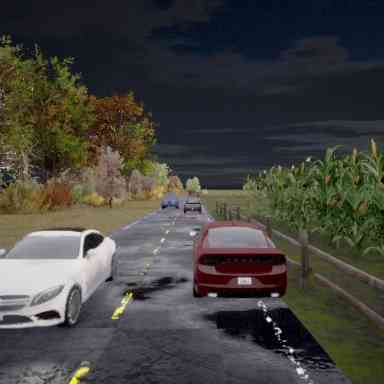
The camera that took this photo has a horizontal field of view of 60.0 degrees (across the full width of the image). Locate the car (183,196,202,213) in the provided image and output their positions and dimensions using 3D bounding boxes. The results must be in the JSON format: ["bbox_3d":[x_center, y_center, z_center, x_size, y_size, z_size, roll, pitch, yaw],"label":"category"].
[{"bbox_3d":[0.078,1.486,35.999,2.128,1.511,4.902,0,0,0],"label":"car"}]

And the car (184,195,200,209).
[{"bbox_3d":[0.060,1.346,46.034,2.097,1.767,4.553,0,0,1],"label":"car"}]

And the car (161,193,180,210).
[{"bbox_3d":[-2.746,1.215,43.187,2.150,2.045,5.566,0,0,0],"label":"car"}]

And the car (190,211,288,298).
[{"bbox_3d":[0.964,1.475,8.554,1.882,1.535,5.008,0,0,0],"label":"car"}]

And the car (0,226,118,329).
[{"bbox_3d":[-2.849,1.523,7.095,1.812,1.442,4.674,0,0,0],"label":"car"}]
